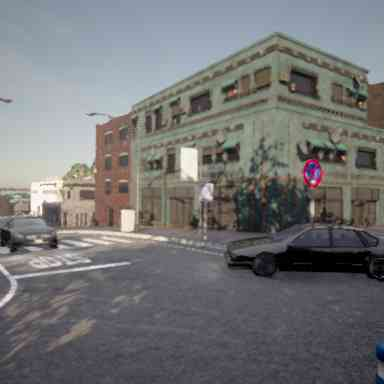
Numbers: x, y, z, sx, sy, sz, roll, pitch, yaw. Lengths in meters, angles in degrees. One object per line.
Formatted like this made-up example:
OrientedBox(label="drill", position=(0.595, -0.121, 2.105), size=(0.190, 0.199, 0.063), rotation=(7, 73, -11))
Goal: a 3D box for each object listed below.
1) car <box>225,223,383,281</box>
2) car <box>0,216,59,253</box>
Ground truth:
OrientedBox(label="car", position=(3.672, 1.640, 9.702), size=(5.357, 1.411, 2.033), rotation=(0, -1, 4))
OrientedBox(label="car", position=(-7.649, 1.857, 15.433), size=(1.812, 1.442, 4.674), rotation=(1, -3, -37))
